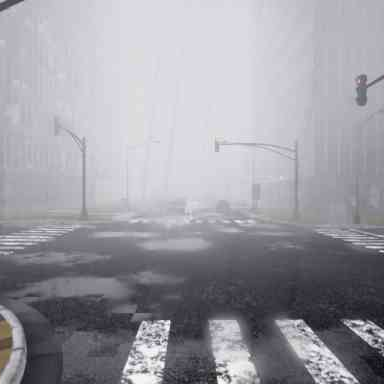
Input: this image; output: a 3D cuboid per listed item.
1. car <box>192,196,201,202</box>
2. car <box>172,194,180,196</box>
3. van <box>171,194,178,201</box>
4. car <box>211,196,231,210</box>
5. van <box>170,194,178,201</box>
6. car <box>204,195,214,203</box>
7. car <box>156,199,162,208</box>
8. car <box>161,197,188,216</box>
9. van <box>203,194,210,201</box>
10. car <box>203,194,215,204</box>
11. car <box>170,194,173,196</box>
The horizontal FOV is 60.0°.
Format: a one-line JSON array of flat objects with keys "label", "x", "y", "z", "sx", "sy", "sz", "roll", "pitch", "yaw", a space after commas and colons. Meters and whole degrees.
[{"label": "car", "x": 0.969, "y": 1.513, "z": 73.120, "sx": 1.812, "sy": 1.442, "sz": 4.674, "roll": 0, "pitch": 0, "yaw": 0}, {"label": "car", "x": -1.737, "y": 1.498, "z": 54.234, "sx": 2.128, "sy": 1.511, "sz": 4.902, "roll": 0, "pitch": 0, "yaw": 0}, {"label": "van", "x": -4.443, "y": 1.315, "z": 86.001, "sx": 1.690, "sy": 1.788, "sz": 3.998, "roll": 0, "pitch": 0, "yaw": 0}, {"label": "car", "x": 3.804, "y": 1.579, "z": 41.840, "sx": 1.947, "sy": 1.339, "sz": 4.313, "roll": 0, "pitch": 0, "yaw": 0}, {"label": "van", "x": -4.403, "y": 1.321, "z": 80.474, "sx": 1.690, "sy": 1.788, "sz": 3.998, "roll": 0, "pitch": 0, "yaw": 0}, {"label": "car", "x": 3.556, "y": 1.432, "z": 69.476, "sx": 1.967, "sy": 1.590, "sz": 4.097, "roll": 0, "pitch": 0, "yaw": 0}, {"label": "car", "x": -4.165, "y": 1.593, "z": 47.309, "sx": 1.802, "sy": 1.307, "sz": 4.206, "roll": 0, "pitch": 0, "yaw": 0}, {"label": "car", "x": -1.596, "y": 1.565, "z": 33.286, "sx": 2.033, "sy": 1.411, "sz": 5.357, "roll": 0, "pitch": 0, "yaw": 0}, {"label": "van", "x": 3.477, "y": 1.321, "z": 80.531, "sx": 1.690, "sy": 1.788, "sz": 3.998, "roll": 0, "pitch": 0, "yaw": 0}, {"label": "car", "x": 3.596, "y": 1.313, "z": 63.948, "sx": 2.192, "sy": 1.841, "sz": 5.009, "roll": 0, "pitch": 0, "yaw": 0}, {"label": "car", "x": -4.284, "y": 1.564, "z": 63.892, "sx": 1.947, "sy": 1.339, "sz": 4.313, "roll": 0, "pitch": 0, "yaw": 0}]
